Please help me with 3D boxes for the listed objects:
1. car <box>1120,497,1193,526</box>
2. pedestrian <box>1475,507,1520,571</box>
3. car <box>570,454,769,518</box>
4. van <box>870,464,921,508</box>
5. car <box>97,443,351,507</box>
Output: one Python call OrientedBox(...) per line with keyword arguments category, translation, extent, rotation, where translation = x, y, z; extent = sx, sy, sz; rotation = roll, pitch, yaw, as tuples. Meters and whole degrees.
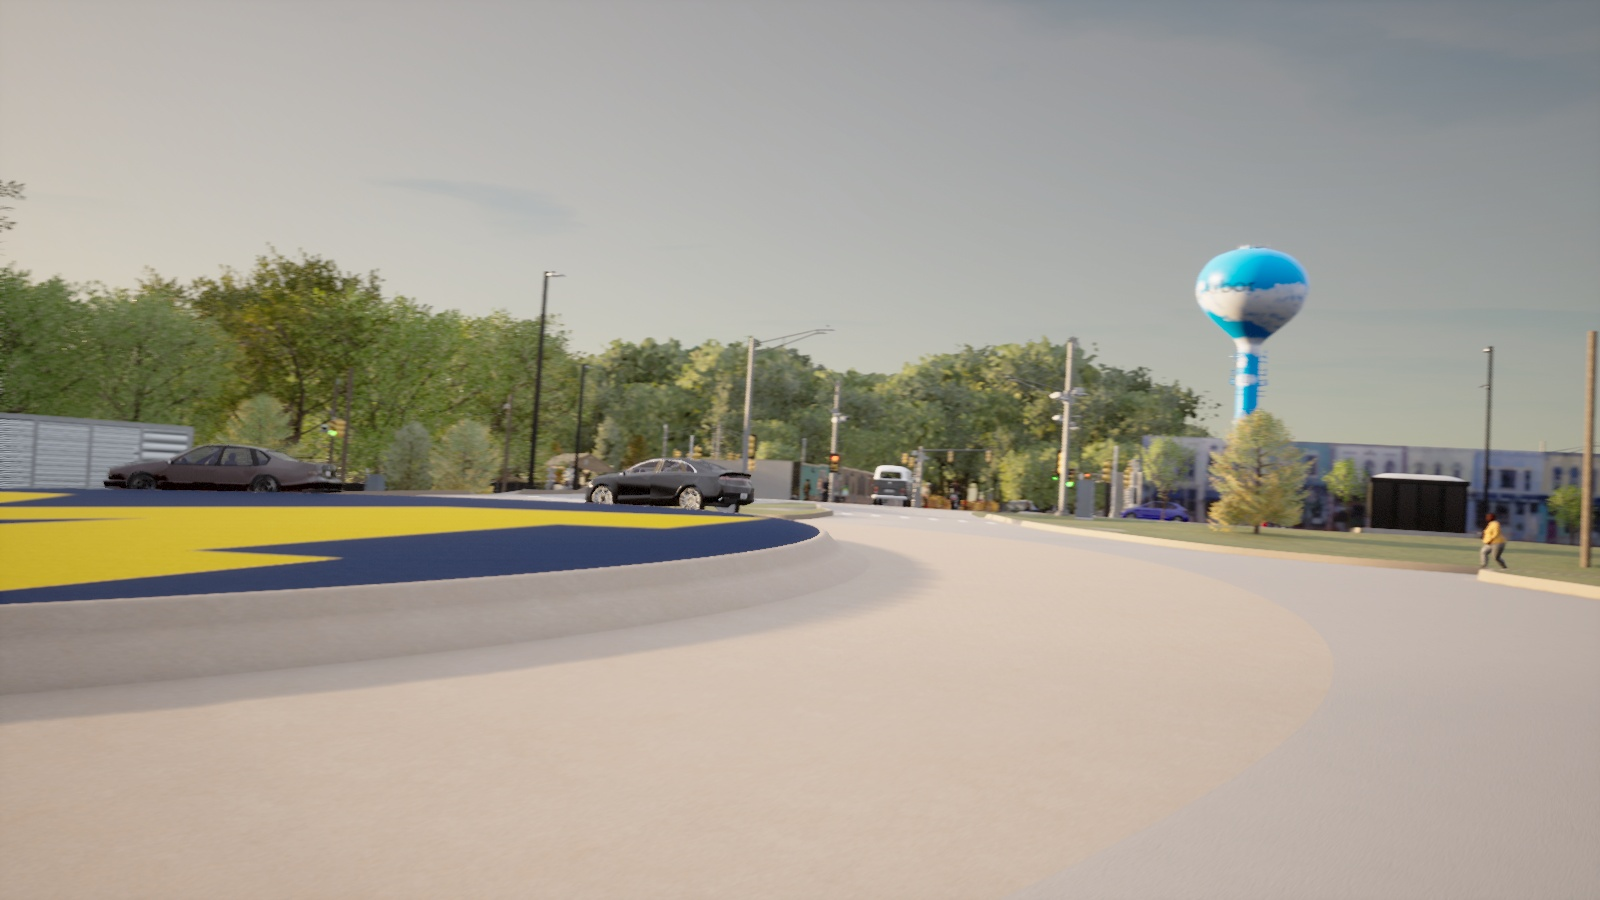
OrientedBox(category="car", translation=(22.010, 3.802, 77.502), extent=(4.193, 1.474, 1.816), rotation=(3, -3, 16))
OrientedBox(category="pedestrian", translation=(21.071, 2.686, 37.929), extent=(0.900, 1.855, 0.874), rotation=(3, -3, 10))
OrientedBox(category="car", translation=(-3.476, 0.957, 33.329), extent=(4.902, 1.511, 2.128), rotation=(0, -4, 31))
OrientedBox(category="van", translation=(4.939, 1.876, 64.565), extent=(2.069, 2.038, 4.480), rotation=(3, -2, 10))
OrientedBox(category="car", translation=(-14.275, 0.648, 31.344), extent=(5.357, 1.411, 2.033), rotation=(1, -3, 0))
